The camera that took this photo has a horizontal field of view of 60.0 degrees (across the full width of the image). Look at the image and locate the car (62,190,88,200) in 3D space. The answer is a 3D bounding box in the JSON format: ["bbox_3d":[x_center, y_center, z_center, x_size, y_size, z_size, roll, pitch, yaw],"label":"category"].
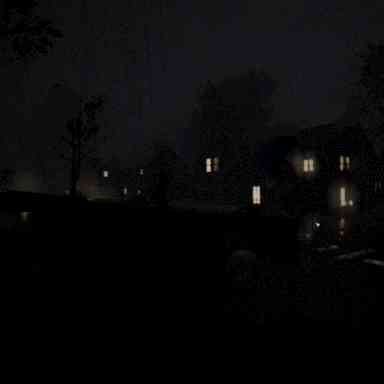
[{"bbox_3d":[-13.219,0.522,37.428,2.128,1.511,4.902,-1,2,-35],"label":"car"}]

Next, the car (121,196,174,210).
[{"bbox_3d":[-3.341,1.015,23.703,2.033,1.411,5.357,-1,2,-36],"label":"car"}]

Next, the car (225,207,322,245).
[{"bbox_3d":[3.221,1.368,14.717,1.895,1.301,4.718,-1,2,-38],"label":"car"}]
